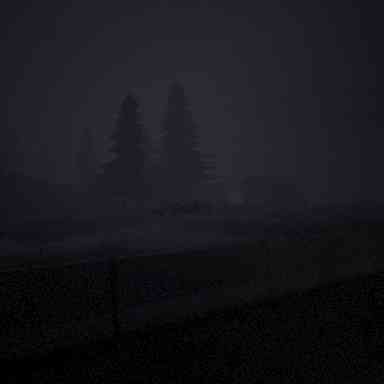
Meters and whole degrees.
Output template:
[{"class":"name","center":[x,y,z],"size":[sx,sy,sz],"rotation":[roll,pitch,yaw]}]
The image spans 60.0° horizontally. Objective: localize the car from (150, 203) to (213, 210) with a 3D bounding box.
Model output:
[{"class":"car","center":[-0.772,1.099,24.060],"size":[4.902,1.511,2.128],"rotation":[0,0,-30]}]
